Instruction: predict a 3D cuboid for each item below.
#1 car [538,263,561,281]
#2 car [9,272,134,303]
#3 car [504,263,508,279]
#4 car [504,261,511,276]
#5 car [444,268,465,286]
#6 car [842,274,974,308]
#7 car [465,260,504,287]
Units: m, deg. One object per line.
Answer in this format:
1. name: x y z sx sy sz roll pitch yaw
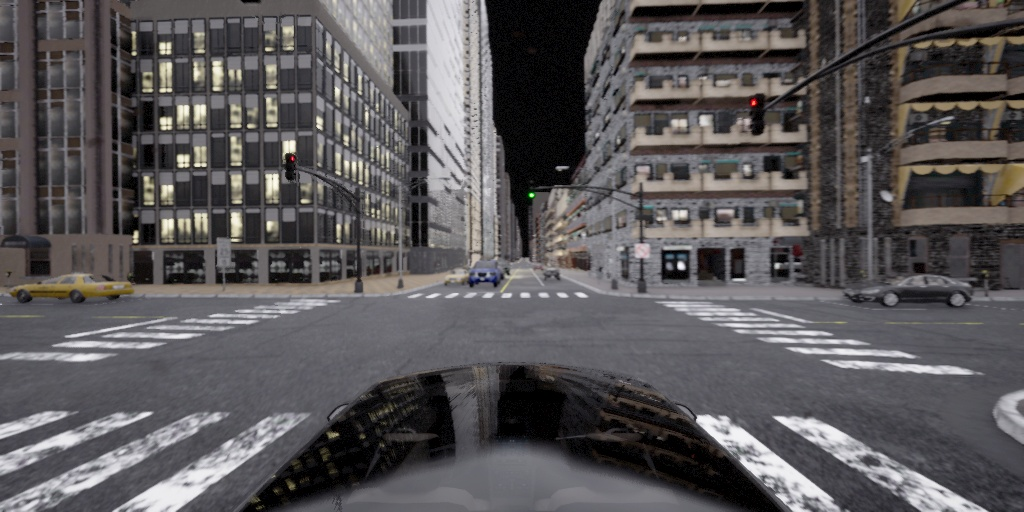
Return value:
1. car: 3.961 1.756 36.333 2.007 1.370 4.403 0 0 2
2. car: -21.077 1.444 17.221 4.829 1.417 1.751 0 0 3
3. car: -1.735 1.775 39.155 1.882 1.535 5.008 -1 -1 2
4. car: -1.367 1.666 49.707 2.150 2.045 5.566 -1 -1 2
5. car: -4.617 1.732 30.803 1.751 1.417 4.829 0 0 2
6. car: 16.860 1.423 15.404 4.403 1.370 2.007 0 0 3
7. car: -2.096 1.378 29.035 2.150 2.045 5.566 -1 -1 2
